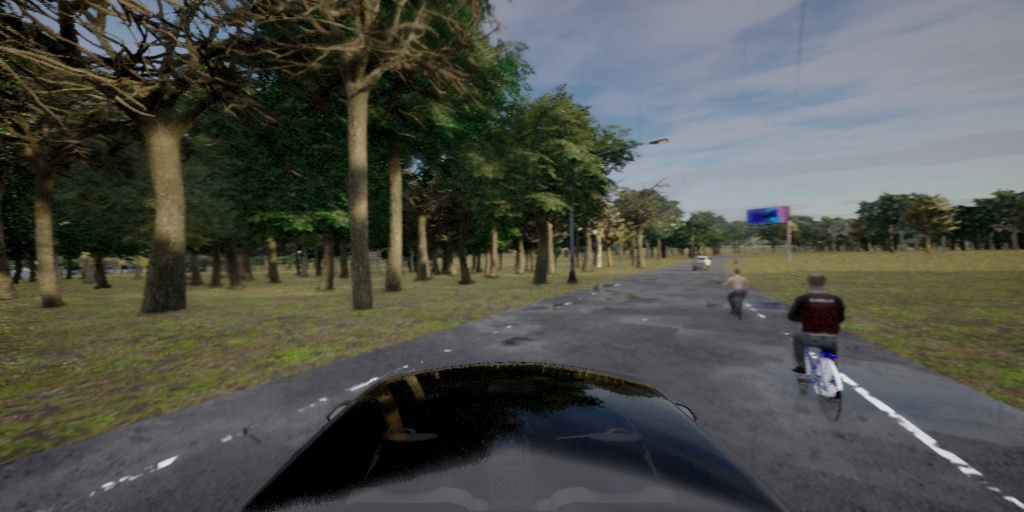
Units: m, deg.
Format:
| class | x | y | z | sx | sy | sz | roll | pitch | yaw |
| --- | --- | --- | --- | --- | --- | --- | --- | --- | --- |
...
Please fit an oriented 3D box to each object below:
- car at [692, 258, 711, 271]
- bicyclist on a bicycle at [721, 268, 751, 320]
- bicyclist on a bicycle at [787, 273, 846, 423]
| class | x | y | z | sx | sy | sz | roll | pitch | yaw |
| --- | --- | --- | --- | --- | --- | --- | --- | --- | --- |
| car | 27.713 | 1.388 | 52.785 | 2.128 | 1.511 | 4.902 | -1 | 0 | 29 |
| bicyclist on a bicycle | 7.329 | 1.211 | 11.677 | 0.866 | 1.612 | 1.509 | -1 | -2 | 26 |
| bicyclist on a bicycle | 4.047 | 1.109 | 4.834 | 0.659 | 1.776 | 1.843 | -1 | 0 | 25 |
